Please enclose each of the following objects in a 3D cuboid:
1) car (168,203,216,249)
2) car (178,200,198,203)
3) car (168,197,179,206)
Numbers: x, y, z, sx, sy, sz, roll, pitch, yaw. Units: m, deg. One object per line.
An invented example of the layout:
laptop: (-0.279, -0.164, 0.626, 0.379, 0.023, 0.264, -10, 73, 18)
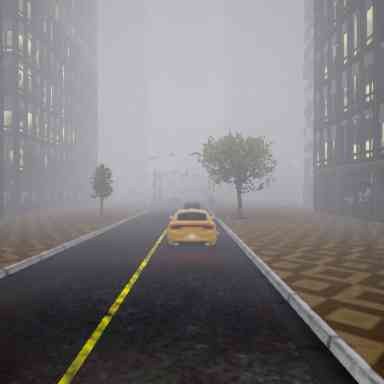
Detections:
car: (0.000, 1.483, 14.651, 1.882, 1.535, 5.008, 0, 0, 0)
car: (0.000, 1.578, 29.652, 1.994, 1.385, 4.181, 0, 0, 0)
car: (-3.000, 1.636, 57.655, 2.033, 1.411, 5.357, 0, 0, 0)
